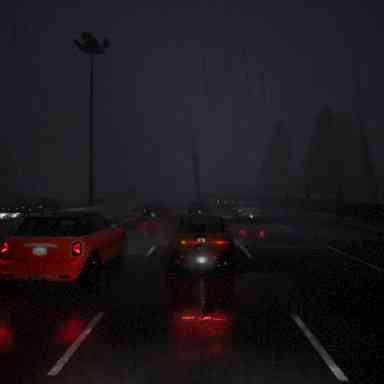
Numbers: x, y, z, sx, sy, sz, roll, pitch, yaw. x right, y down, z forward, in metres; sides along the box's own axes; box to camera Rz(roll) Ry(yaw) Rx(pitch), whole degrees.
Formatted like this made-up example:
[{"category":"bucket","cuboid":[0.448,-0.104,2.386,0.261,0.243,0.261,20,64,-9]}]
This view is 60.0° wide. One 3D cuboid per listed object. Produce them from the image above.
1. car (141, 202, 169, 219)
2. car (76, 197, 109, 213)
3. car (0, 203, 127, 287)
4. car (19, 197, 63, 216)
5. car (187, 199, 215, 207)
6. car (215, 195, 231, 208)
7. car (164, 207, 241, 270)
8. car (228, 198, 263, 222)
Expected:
[{"category":"car","cuboid":[-2.896,1.435,27.167,1.895,1.301,4.718,0,0,0]},{"category":"car","cuboid":[-10.200,1.294,34.636,2.033,1.411,5.357,0,0,-2]},{"category":"car","cuboid":[-3.227,1.280,9.283,2.097,1.767,4.553,0,0,1]},{"category":"car","cuboid":[-13.616,1.255,30.384,1.837,1.490,4.892,0,0,-1]},{"category":"car","cuboid":[0.581,1.338,28.909,2.128,1.511,4.902,0,0,0]},{"category":"car","cuboid":[3.517,1.164,38.669,2.097,1.767,4.553,0,0,-5]},{"category":"car","cuboid":[0.306,1.448,10.799,1.837,1.490,4.892,0,0,1]},{"category":"car","cuboid":[4.076,1.417,24.966,1.812,1.442,4.674,0,0,0]}]
